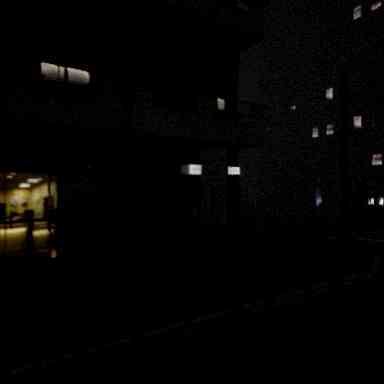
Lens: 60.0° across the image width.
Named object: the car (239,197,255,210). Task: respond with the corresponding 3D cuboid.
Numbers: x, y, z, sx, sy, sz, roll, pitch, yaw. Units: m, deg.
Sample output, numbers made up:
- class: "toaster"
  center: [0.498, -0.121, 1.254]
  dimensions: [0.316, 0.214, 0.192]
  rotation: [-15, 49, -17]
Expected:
- class: "car"
  center: [4.941, 1.196, 35.203]
  dimensions: [1.802, 1.307, 4.206]
  rotation: [0, 1, -28]
